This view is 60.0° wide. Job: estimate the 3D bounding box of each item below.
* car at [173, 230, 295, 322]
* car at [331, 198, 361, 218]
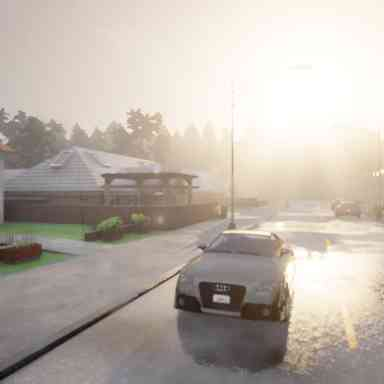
[{"bbox_3d":[1.171,1.563,7.296,1.994,1.385,4.181,0,0,20],"label":"car"},{"bbox_3d":[14.078,1.558,30.240,1.994,1.385,4.181,0,0,21],"label":"car"}]
